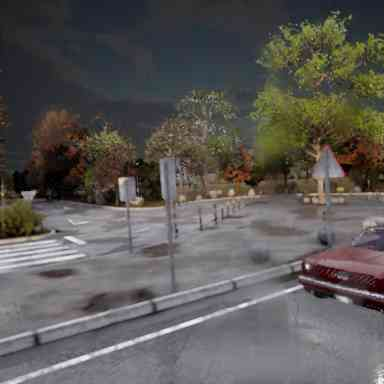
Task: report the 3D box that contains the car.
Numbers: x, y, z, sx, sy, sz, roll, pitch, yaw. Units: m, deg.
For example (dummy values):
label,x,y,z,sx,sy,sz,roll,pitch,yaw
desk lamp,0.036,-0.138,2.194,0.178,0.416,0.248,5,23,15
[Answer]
label,x,y,z,sx,sy,sz,roll,pitch,yaw
car,4.276,1.361,6.740,4.718,1.301,1.895,-3,2,-36
